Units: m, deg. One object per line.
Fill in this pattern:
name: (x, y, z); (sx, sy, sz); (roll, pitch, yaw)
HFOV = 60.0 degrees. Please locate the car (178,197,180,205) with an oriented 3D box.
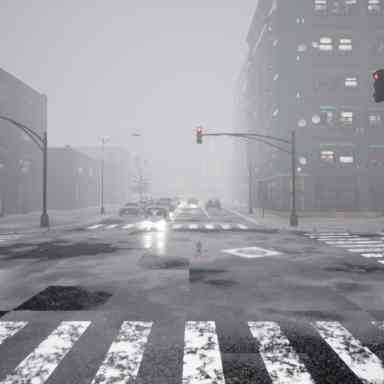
car: (-3.065, 1.537, 47.884); (1.812, 1.442, 4.674); (0, 0, 0)

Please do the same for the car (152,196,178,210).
car: (-3.074, 1.361, 38.889); (2.097, 1.767, 4.553); (0, 0, 0)

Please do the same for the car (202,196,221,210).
car: (2.730, 1.450, 43.148); (1.967, 1.590, 4.097); (1, 0, 0)

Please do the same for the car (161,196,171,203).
car: (-5.637, 1.600, 71.525); (1.802, 1.307, 4.206); (1, 0, 0)

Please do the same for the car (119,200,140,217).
car: (-5.735, 1.552, 31.723); (1.887, 1.381, 4.507); (1, 0, 0)

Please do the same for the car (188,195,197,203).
car: (0.119, 1.495, 69.940); (1.882, 1.535, 5.008); (0, 0, 0)

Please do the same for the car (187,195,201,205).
car: (0.129, 1.579, 59.974); (1.994, 1.385, 4.181); (0, 0, 0)

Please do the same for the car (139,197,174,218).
car: (-3.081, 1.499, 29.870); (2.128, 1.511, 4.902); (0, 0, 0)
